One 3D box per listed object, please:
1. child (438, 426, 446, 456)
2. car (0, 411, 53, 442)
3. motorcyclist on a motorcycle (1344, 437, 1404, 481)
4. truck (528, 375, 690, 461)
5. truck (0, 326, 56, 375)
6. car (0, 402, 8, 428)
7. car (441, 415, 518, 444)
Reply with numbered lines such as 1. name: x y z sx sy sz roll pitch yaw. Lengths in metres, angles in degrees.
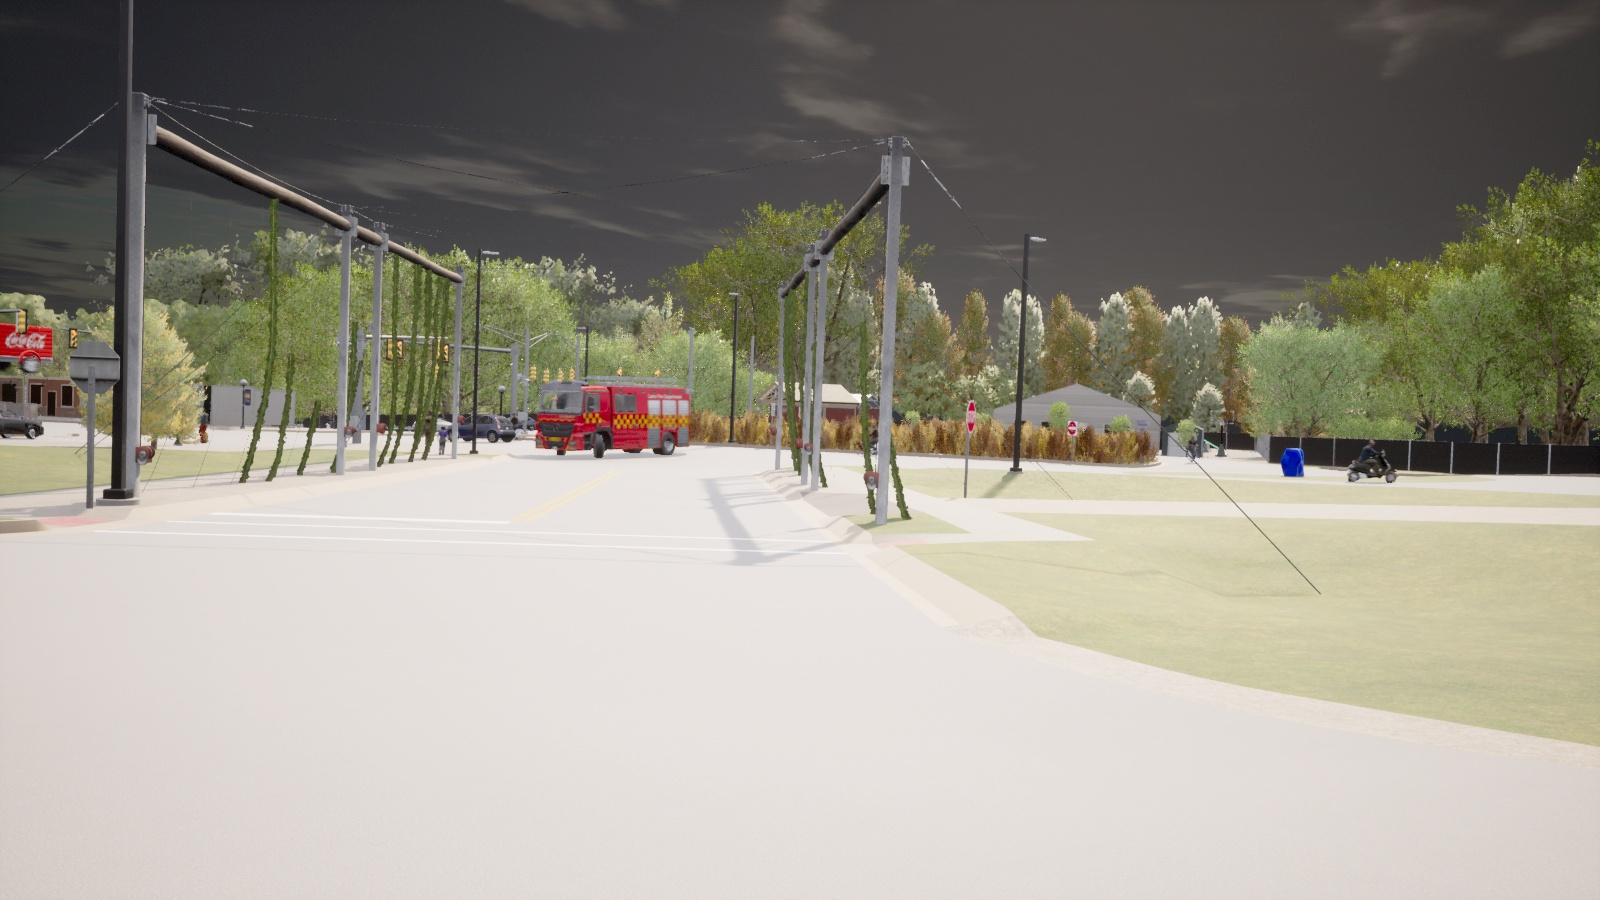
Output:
1. child: -14.974 -0.380 52.577 0.270 1.263 0.437 1 2 -13
2. car: -39.792 -1.177 61.952 2.128 1.511 4.902 2 1 16
3. motorcyclist on a motorcycle: 21.257 0.344 46.554 1.817 1.590 0.866 1 -1 8
4. truck: -9.043 -1.580 60.678 2.891 3.827 8.468 3 3 32
5. truck: -43.564 -5.456 67.797 2.627 2.467 5.204 5 3 21
6. car: -53.730 -2.290 80.723 5.027 1.651 2.152 2 2 21
7. car: -18.558 -1.213 72.719 3.988 1.617 1.851 1 2 20
